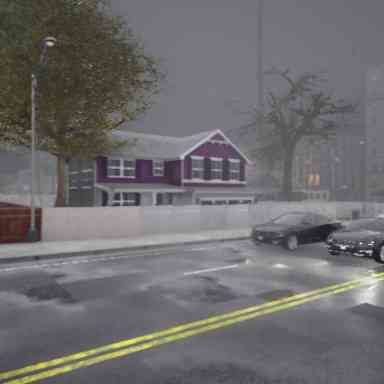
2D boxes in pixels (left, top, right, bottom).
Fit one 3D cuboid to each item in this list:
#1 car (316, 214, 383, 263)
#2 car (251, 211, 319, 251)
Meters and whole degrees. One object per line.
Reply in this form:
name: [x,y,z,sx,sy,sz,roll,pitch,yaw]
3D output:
car: [7.125,1.677,12.745,4.892,1.490,1.837,1,-1,-35]
car: [4.839,1.644,15.108,5.008,1.535,1.882,1,-1,-35]
